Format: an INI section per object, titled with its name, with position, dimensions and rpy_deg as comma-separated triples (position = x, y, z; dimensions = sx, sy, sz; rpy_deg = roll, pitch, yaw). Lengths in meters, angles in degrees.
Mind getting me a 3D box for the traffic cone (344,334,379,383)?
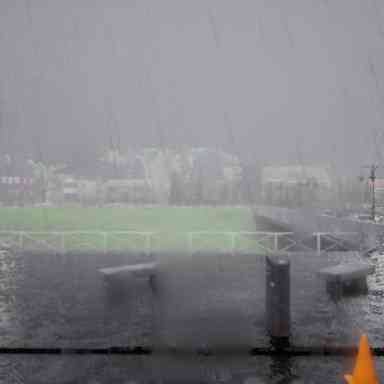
[traffic cone]
position = 2.062, 2.011, 3.987
dimensions = 0.340, 0.580, 0.340
rpy_deg = 0, -1, 0
